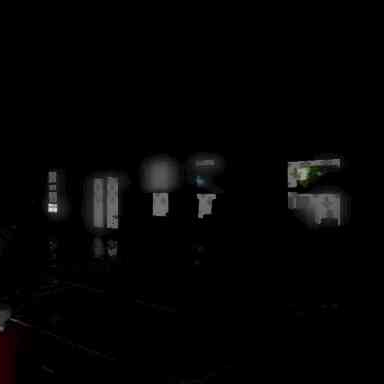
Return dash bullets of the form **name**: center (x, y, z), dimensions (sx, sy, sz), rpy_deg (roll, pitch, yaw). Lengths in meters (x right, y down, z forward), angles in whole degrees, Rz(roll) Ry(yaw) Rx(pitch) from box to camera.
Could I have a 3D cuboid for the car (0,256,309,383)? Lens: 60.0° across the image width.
- **car**: center (-0.991, 1.440, 3.586), dimensions (4.097, 1.590, 1.967), rpy_deg (0, 0, 36)
